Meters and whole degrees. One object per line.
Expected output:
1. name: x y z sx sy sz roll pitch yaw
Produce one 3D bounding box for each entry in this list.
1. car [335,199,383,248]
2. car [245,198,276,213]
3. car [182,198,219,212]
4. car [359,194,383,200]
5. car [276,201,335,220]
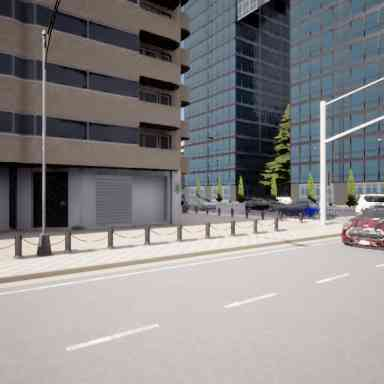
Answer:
1. car: 8.314 1.353 14.210 4.553 1.767 2.097 0 0 -41
2. car: 7.830 1.436 35.697 2.128 1.511 4.902 0 0 -35
3. car: 1.237 1.470 38.953 1.812 1.442 4.674 0 0 -35
4. car: 15.420 1.182 25.279 2.150 2.045 5.566 0 0 -36
5. car: 9.542 1.470 27.375 1.812 1.442 4.674 0 0 -36
